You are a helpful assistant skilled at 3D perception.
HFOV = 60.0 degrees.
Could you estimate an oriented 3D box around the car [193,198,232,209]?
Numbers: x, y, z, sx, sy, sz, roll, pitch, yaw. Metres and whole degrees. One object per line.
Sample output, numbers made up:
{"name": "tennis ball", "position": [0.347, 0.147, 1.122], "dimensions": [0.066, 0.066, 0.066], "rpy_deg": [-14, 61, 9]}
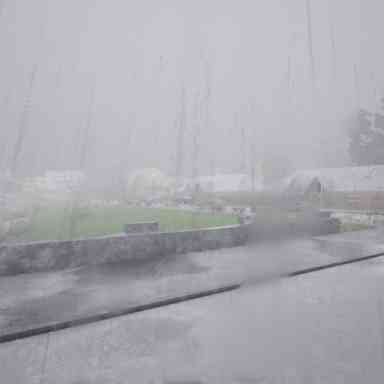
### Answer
{"name": "car", "position": [2.921, 1.547, 44.039], "dimensions": [2.033, 1.411, 5.357], "rpy_deg": [0, 0, -35]}

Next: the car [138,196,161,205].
{"name": "car", "position": [-7.940, 1.561, 59.450], "dimensions": [1.837, 1.490, 4.892], "rpy_deg": [0, 0, -35]}

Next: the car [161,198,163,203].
{"name": "car", "position": [-7.588, 1.478, 65.849], "dimensions": [1.882, 1.535, 5.008], "rpy_deg": [0, 0, -35]}

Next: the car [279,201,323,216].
{"name": "car", "position": [10.758, 1.563, 33.034], "dimensions": [1.994, 1.385, 4.181], "rpy_deg": [0, 0, -35]}

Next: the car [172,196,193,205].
{"name": "car", "position": [-1.664, 1.478, 57.614], "dimensions": [1.882, 1.535, 5.008], "rpy_deg": [0, 0, -35]}
